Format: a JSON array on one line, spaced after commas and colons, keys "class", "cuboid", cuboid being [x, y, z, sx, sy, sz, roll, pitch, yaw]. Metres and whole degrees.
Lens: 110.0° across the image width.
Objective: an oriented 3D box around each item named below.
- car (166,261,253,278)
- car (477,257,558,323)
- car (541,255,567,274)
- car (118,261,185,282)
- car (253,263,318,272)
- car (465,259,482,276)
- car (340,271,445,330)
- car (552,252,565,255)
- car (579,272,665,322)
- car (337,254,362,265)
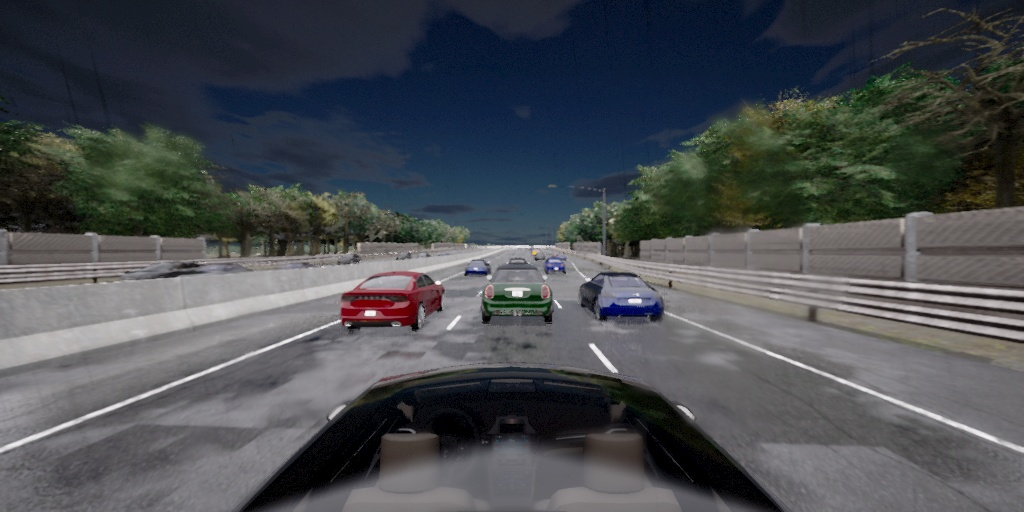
[{"class": "car", "cuboid": [-17.403, 1.168, 21.339, 1.994, 1.385, 4.181, 0, 1, 1]}, {"class": "car", "cuboid": [0.171, 1.059, 12.181, 2.097, 1.767, 4.553, 0, 0, 1]}, {"class": "car", "cuboid": [3.985, 0.885, 33.973, 1.812, 1.442, 4.674, 0, 1, 2]}, {"class": "car", "cuboid": [-20.894, 1.102, 21.930, 1.837, 1.490, 4.892, 0, 1, 1]}, {"class": "car", "cuboid": [-13.872, 1.143, 22.940, 1.994, 1.385, 4.181, 0, 1, 1]}, {"class": "car", "cuboid": [-2.971, 0.973, 31.821, 1.994, 1.385, 4.181, 0, 1, 1]}, {"class": "car", "cuboid": [-3.342, 1.193, 10.986, 1.882, 1.535, 5.008, 0, 0, 0]}, {"class": "car", "cuboid": [8.335, 0.246, 61.149, 1.994, 1.385, 4.181, 0, 2, 4]}, {"class": "car", "cuboid": [3.545, 1.244, 12.245, 1.994, 1.385, 4.181, 0, 0, 1]}, {"class": "car", "cuboid": [-22.841, 0.517, 50.538, 1.837, 1.490, 4.892, 0, 1, -1]}]
